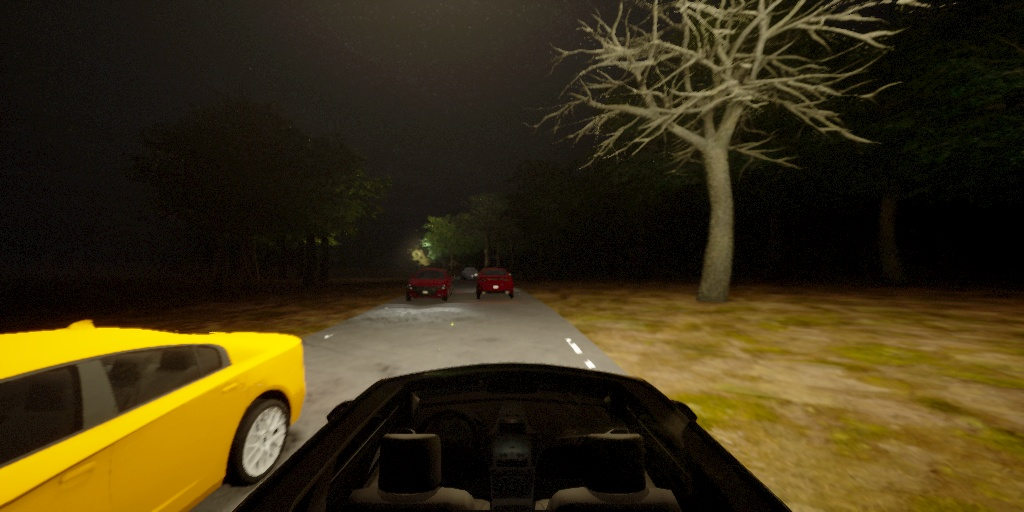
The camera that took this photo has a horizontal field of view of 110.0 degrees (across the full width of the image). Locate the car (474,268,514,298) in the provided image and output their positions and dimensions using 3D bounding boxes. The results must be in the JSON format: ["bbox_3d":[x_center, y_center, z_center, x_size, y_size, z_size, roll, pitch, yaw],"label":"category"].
[{"bbox_3d":[-1.030,1.385,19.824,1.882,1.535,5.008,0,-1,-6],"label":"car"}]

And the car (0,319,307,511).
[{"bbox_3d":[-3.152,1.240,1.804,1.882,1.535,5.008,0,0,0],"label":"car"}]

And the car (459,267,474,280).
[{"bbox_3d":[-5.061,2.079,42.767,1.812,1.442,4.674,0,-2,-14],"label":"car"}]

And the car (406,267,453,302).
[{"bbox_3d":[-4.042,1.355,18.193,1.882,1.535,5.008,1,-1,-6],"label":"car"}]
